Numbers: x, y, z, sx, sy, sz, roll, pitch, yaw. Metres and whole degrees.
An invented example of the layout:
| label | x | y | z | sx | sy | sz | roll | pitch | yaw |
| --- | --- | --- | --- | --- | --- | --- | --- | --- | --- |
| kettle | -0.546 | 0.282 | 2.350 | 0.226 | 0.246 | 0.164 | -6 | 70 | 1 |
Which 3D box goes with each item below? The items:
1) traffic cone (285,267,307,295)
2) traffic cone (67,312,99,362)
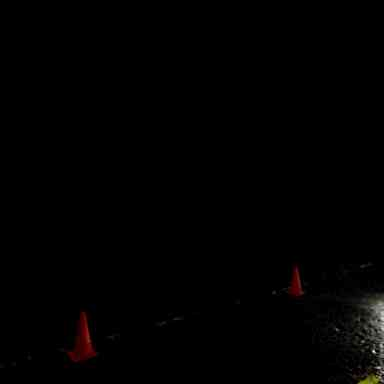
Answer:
| label | x | y | z | sx | sy | sz | roll | pitch | yaw |
| --- | --- | --- | --- | --- | --- | --- | --- | --- | --- |
| traffic cone | 2.383 | 2.011 | 7.617 | 0.340 | 0.580 | 0.340 | 1 | 0 | -38 |
| traffic cone | -1.514 | 1.968 | 4.631 | 0.340 | 0.580 | 0.340 | 1 | 0 | -36 |
